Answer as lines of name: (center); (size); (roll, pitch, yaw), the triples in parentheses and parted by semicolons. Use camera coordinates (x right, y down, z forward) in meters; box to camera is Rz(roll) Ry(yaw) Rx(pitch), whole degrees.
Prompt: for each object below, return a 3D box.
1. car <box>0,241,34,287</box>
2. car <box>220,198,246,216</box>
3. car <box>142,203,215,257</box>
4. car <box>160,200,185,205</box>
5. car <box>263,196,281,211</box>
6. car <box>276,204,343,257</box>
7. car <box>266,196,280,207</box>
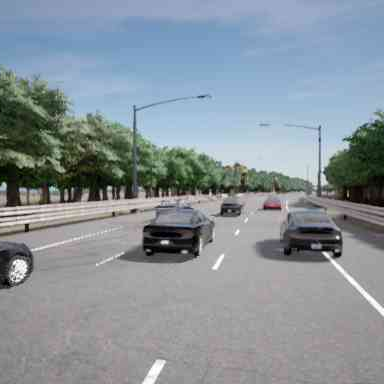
car: (-5.209, 1.457, 6.463); (1.837, 1.490, 4.892); (0, 0, 11)
car: (3.760, 1.325, 30.516); (1.837, 1.490, 4.892); (0, 0, 14)
car: (-0.322, 1.399, 12.750); (1.882, 1.535, 5.008); (0, 0, 12)
car: (-1.256, 1.340, 24.602); (2.128, 1.511, 4.902); (0, 0, 13)
car: (9.128, 1.351, 37.748); (1.994, 1.385, 4.181); (0, 0, 15)
car: (4.367, 1.434, 12.683); (1.837, 1.490, 4.892); (0, 0, 12)
car: (11.591, 1.264, 47.487); (1.812, 1.442, 4.674); (0, 0, 16)
